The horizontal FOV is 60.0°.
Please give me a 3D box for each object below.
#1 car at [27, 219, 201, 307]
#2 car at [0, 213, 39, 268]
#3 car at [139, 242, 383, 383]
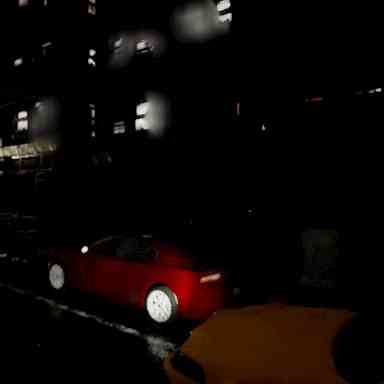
[{"bbox_3d":[-1.107,1.429,6.722,4.507,1.381,1.887,2,0,34],"label":"car"},{"bbox_3d":[-5.683,1.279,9.827,4.403,1.369,2.008,2,0,34],"label":"car"},{"bbox_3d":[2.257,1.484,2.313,5.366,1.575,1.801,2,1,34],"label":"car"}]
